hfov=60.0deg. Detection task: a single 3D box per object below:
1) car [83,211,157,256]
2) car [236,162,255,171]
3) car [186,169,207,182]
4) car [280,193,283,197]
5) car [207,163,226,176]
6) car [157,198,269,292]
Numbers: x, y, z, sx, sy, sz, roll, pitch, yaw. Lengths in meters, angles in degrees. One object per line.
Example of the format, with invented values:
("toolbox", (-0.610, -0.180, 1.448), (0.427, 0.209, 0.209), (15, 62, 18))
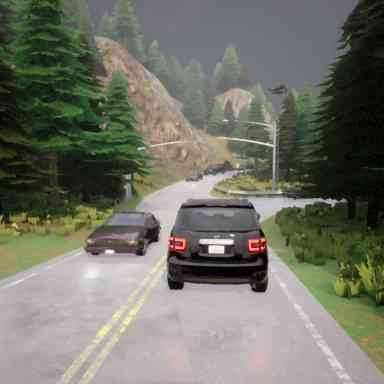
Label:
("car", (-2.387, 1.466, 13.024), (2.033, 1.411, 5.357), (0, 0, 4))
("car", (11.489, -5.593, 70.930), (4.553, 1.767, 2.097), (-9, 9, -36))
("car", (0.430, -2.530, 55.248), (1.994, 1.385, 4.181), (2, 10, 19))
("car", (11.834, 0.048, 33.801), (5.357, 1.411, 2.033), (0, 5, -3))
("car", (4.452, -4.336, 63.780), (2.150, 2.045, 5.566), (4, 10, 36))
("car", (0.706, 1.173, 8.993), (2.150, 2.045, 5.566), (0, 0, 5))
